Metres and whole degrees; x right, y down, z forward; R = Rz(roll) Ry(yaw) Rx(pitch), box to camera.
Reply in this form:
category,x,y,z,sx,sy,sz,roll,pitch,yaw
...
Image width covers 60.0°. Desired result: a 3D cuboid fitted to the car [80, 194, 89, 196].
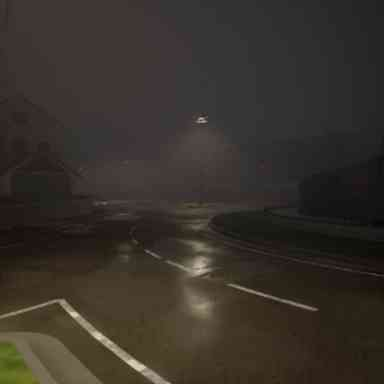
category,x,y,z,sx,sy,sz,roll,pitch,yaw
car,-20.677,1.082,59.803,1.812,1.442,4.674,-1,1,-39

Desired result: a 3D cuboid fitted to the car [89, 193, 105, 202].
category,x,y,z,sx,sy,sz,roll,pitch,yaw
car,-17.944,1.006,62.004,1.882,1.535,5.008,-1,1,-39
